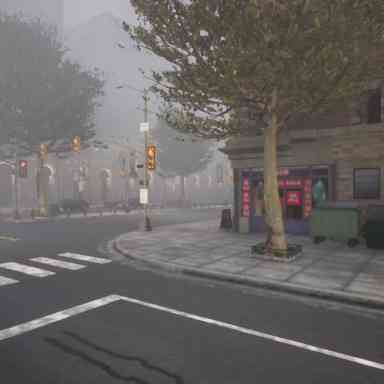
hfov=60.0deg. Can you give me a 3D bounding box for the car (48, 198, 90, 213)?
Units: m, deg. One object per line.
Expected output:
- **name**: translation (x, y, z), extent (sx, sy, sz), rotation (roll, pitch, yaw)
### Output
- **car**: translation (-13.908, 1.505, 37.471), extent (1.837, 1.490, 4.892), rotation (0, 0, 36)

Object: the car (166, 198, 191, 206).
- **car**: translation (-2.179, 1.601, 53.759), extent (1.895, 1.301, 4.718), rotation (0, 0, 36)

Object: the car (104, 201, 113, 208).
- **car**: translation (-10.283, 1.595, 47.904), extent (1.895, 1.301, 4.718), rotation (0, 0, 36)

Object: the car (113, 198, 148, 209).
- **car**: translation (-8.070, 1.526, 45.563), extent (1.812, 1.442, 4.674), rotation (0, 0, 36)
